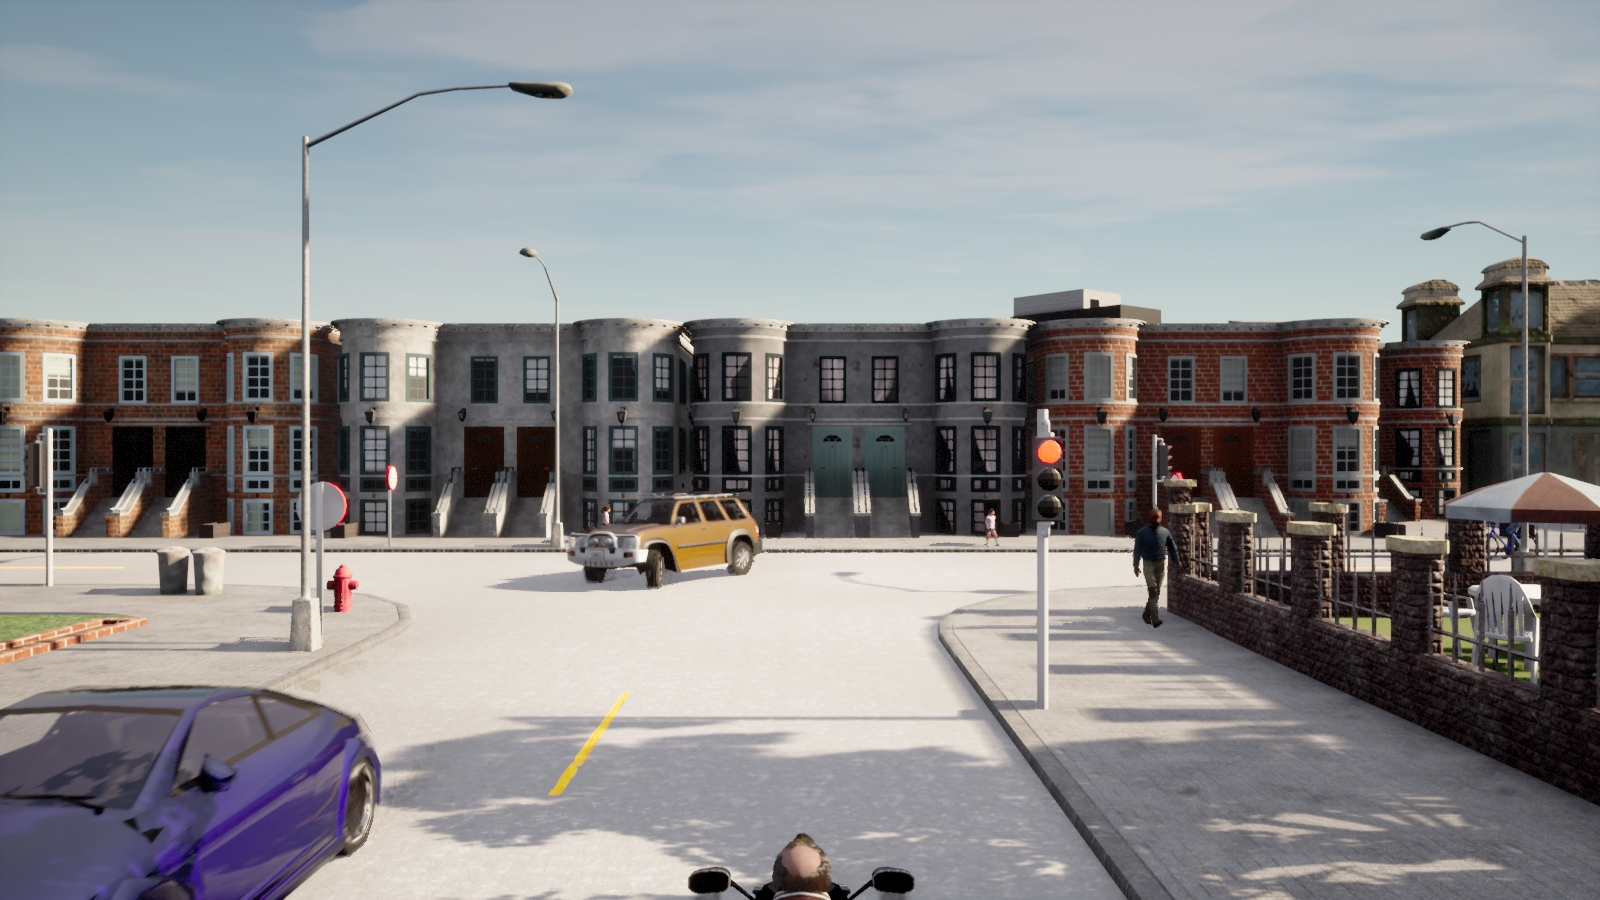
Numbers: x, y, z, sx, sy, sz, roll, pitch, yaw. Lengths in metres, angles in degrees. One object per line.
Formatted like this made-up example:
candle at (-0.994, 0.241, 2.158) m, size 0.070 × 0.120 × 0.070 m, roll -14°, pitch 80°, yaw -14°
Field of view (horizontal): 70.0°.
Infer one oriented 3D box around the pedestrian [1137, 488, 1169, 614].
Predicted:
pedestrian at (5.316, 1.509, 17.225) m, size 0.375 × 1.860 × 0.375 m, roll 0°, pitch 0°, yaw 2°

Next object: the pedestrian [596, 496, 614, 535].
pedestrian at (-5.637, 1.891, 33.073) m, size 0.500 × 1.100 × 0.500 m, roll 0°, pitch 0°, yaw -12°

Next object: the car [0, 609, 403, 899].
car at (-4.002, 1.895, 6.556) m, size 1.994 × 1.385 × 4.181 m, roll 0°, pitch 0°, yaw 0°

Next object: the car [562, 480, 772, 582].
car at (-2.731, 1.633, 24.524) m, size 1.932 × 1.855 × 4.605 m, roll -2°, pitch -1°, yaw 33°

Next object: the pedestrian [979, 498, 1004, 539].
pedestrian at (5.317, 1.892, 31.779) m, size 0.500 × 1.100 × 0.500 m, roll 0°, pitch 0°, yaw -24°
